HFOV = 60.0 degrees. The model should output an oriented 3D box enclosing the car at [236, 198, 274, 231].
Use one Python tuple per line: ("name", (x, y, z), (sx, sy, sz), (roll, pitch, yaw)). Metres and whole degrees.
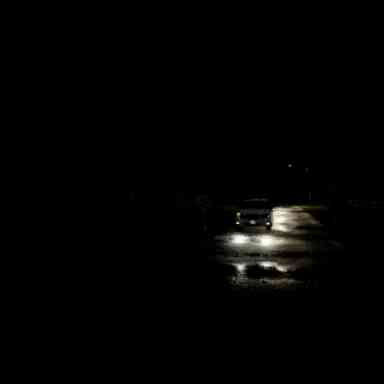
("car", (4.339, 1.463, 22.598), (2.150, 2.045, 5.566), (-1, 0, 15))
